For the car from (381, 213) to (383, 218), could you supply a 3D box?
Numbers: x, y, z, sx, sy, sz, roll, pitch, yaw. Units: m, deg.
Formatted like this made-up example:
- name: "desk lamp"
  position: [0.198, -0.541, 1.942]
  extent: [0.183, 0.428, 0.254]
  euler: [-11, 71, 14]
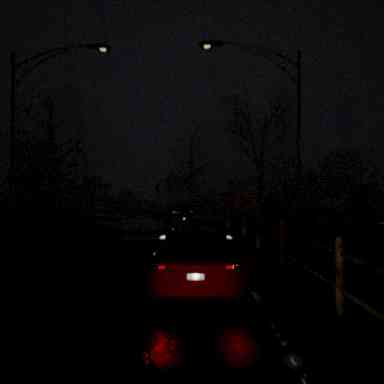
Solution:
- name: "car"
  position: [20.390, 2.011, 30.476]
  extent: [5.357, 1.411, 2.033]
  euler: [1, 1, 0]

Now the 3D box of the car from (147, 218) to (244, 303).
- name: "car"
  position: [0.096, 1.568, 8.275]
  extent: [1.994, 1.385, 4.181]
  euler: [0, 0, 1]

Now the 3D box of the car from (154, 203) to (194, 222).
- name: "car"
  position: [-1.337, 1.503, 23.686]
  extent: [2.128, 1.511, 4.902]
  euler: [0, 0, -20]
